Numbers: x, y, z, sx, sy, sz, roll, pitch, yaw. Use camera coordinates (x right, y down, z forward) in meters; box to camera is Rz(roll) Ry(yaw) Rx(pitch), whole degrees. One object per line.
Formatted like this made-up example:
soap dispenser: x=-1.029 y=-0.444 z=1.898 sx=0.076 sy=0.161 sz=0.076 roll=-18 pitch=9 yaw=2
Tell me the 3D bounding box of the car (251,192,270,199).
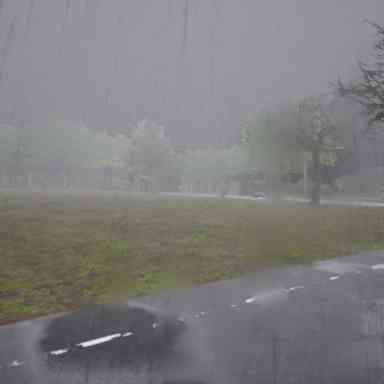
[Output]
car: x=16.581 y=0.845 z=80.392 sx=1.882 sy=1.535 sz=5.008 roll=0 pitch=2 yaw=-34
